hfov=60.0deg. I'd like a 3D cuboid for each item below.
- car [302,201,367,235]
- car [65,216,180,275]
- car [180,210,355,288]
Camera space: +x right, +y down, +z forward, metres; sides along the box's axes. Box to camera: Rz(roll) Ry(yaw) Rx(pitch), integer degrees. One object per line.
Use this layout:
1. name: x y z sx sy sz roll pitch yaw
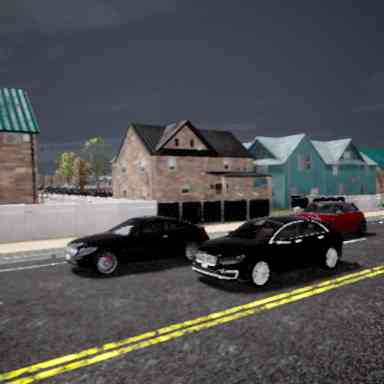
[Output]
1. car: 6.518 1.260 16.291 4.553 1.767 2.097 -1 0 -35
2. car: -1.530 1.517 10.550 4.674 1.442 1.812 -1 0 -35
3. car: 2.273 1.466 9.256 4.892 1.490 1.837 0 0 -35
